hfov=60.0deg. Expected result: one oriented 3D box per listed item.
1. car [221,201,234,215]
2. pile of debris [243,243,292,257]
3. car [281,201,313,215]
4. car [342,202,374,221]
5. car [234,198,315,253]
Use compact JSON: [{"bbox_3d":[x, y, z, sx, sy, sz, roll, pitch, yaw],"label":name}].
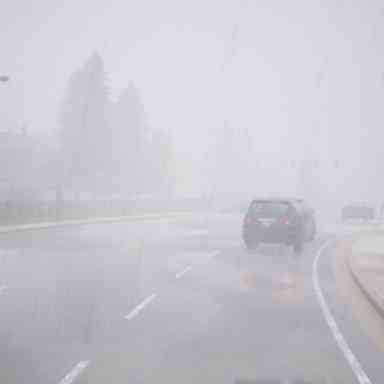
[{"bbox_3d":[4.787,1.578,33.915,1.837,1.490,4.892,1,-1,38],"label":"car"},{"bbox_3d":[2.930,2.215,12.783,1.500,0.140,1.860,1,0,25],"label":"pile of debris"},{"bbox_3d":[11.753,1.750,37.122,1.895,1.301,4.718,1,0,38],"label":"car"},{"bbox_3d":[14.619,1.654,29.180,1.882,1.535,5.008,1,0,37],"label":"car"},{"bbox_3d":[3.883,1.271,14.286,2.150,2.045,5.566,0,0,27],"label":"car"}]
